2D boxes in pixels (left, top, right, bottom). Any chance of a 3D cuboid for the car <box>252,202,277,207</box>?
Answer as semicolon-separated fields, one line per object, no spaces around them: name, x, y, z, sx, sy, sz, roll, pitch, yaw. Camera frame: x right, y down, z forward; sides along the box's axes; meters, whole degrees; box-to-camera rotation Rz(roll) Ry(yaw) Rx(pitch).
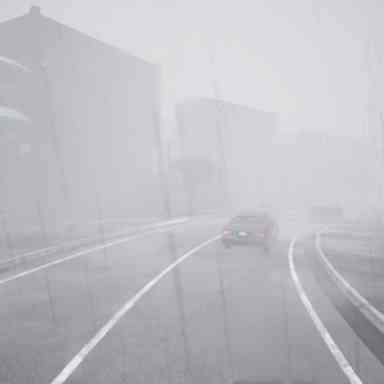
car;6.195;1.562;29.276;1.895;1.301;4.718;4;2;36

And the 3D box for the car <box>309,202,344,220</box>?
car;12.939;1.709;31.754;1.882;1.535;5.008;4;2;41

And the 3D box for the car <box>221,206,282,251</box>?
car;2.656;1.574;14.430;2.033;1.411;5.357;2;0;19
